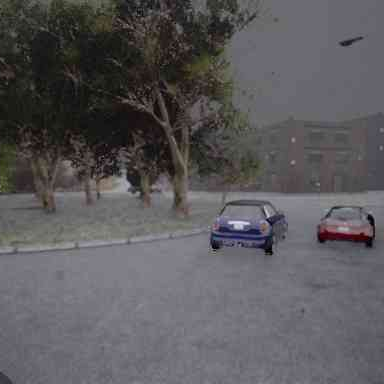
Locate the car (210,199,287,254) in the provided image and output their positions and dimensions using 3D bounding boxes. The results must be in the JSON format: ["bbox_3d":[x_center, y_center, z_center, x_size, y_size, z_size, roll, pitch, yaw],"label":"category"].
[{"bbox_3d":[2.313,1.071,12.619,2.097,1.767,4.553,1,2,22],"label":"car"}]

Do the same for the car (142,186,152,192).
[{"bbox_3d":[-9.877,-0.629,73.125,2.033,1.411,5.357,0,0,-9],"label":"car"}]

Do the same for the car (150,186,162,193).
[{"bbox_3d":[-6.745,-0.414,59.944,1.895,1.301,4.718,-1,1,-15],"label":"car"}]

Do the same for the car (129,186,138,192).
[{"bbox_3d":[-15.217,-0.783,86.472,2.033,1.411,5.357,0,0,-9],"label":"car"}]

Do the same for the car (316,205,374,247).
[{"bbox_3d":[6.440,1.245,13.803,1.994,1.385,4.181,1,3,29],"label":"car"}]

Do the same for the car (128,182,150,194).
[{"bbox_3d":[-9.111,-0.703,56.465,2.150,2.045,5.566,-1,1,-16],"label":"car"}]
